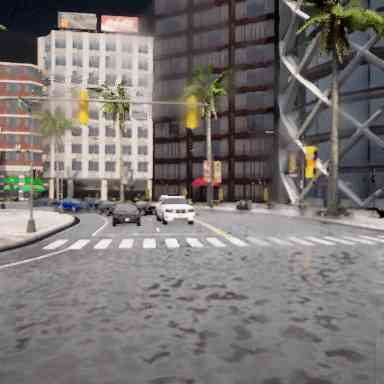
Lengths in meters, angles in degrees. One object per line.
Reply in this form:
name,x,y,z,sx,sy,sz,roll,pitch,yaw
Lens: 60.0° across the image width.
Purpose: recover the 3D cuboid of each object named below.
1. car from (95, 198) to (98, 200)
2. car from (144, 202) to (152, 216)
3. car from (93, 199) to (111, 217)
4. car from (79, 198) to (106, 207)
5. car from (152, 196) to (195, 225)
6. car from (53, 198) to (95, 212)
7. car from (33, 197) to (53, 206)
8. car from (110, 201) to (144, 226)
car,-10.972,1.690,42.243,4.718,1.301,1.895,0,0,43
car,-4.772,1.692,34.249,1.895,1.301,4.718,0,0,-29
car,-7.902,1.673,32.755,1.895,1.301,4.718,0,0,-30
car,-16.329,1.670,54.559,4.181,1.385,1.994,0,0,28
car,-1.391,1.297,25.088,2.150,2.045,5.566,0,0,-14
car,-14.519,1.546,40.754,5.008,1.535,1.882,0,0,40
car,-25.591,1.640,58.271,4.181,1.385,1.994,0,0,15
car,-4.748,1.535,23.967,1.882,1.535,5.008,0,0,-13
